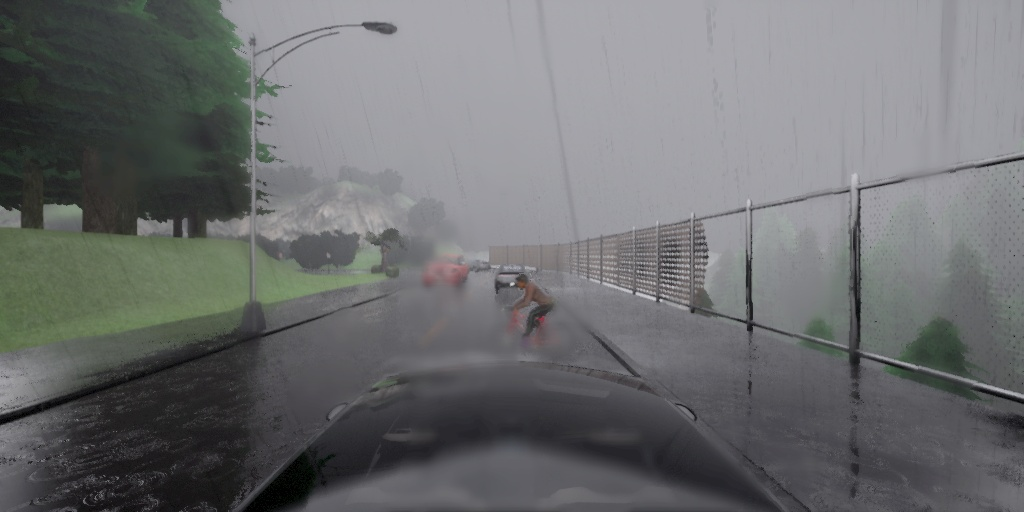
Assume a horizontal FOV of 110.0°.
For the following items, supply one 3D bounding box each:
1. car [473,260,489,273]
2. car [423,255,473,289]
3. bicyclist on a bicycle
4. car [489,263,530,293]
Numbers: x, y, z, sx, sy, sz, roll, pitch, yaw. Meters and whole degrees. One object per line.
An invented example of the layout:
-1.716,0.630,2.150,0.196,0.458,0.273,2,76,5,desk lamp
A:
-4.588,1.171,42.017,4.902,1.511,2.128,0,0,43,car
-4.120,0.939,23.267,2.150,2.045,5.566,0,0,0,car
0.376,1.177,6.859,1.656,1.620,0.582,-2,0,0,bicyclist on a bicycle
0.007,1.208,20.565,2.128,1.511,4.902,0,0,0,car
